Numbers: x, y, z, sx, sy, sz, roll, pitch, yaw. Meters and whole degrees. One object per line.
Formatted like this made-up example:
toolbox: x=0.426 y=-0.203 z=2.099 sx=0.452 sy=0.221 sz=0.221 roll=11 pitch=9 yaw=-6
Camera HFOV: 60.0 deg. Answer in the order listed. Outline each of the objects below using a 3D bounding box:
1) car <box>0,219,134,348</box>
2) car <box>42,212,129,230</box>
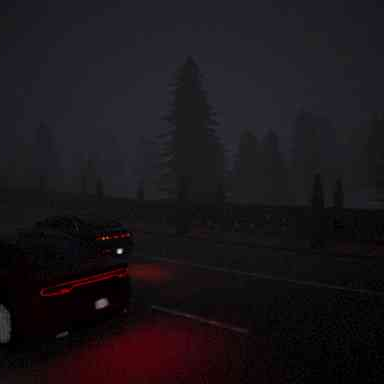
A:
car: x=-3.352 y=1.466 z=6.380 sx=5.008 sy=1.535 sz=1.882 roll=1 pitch=1 yaw=36
car: x=-4.090 y=1.426 z=11.207 sx=4.892 sy=1.490 sz=1.837 roll=2 pitch=1 yaw=35
